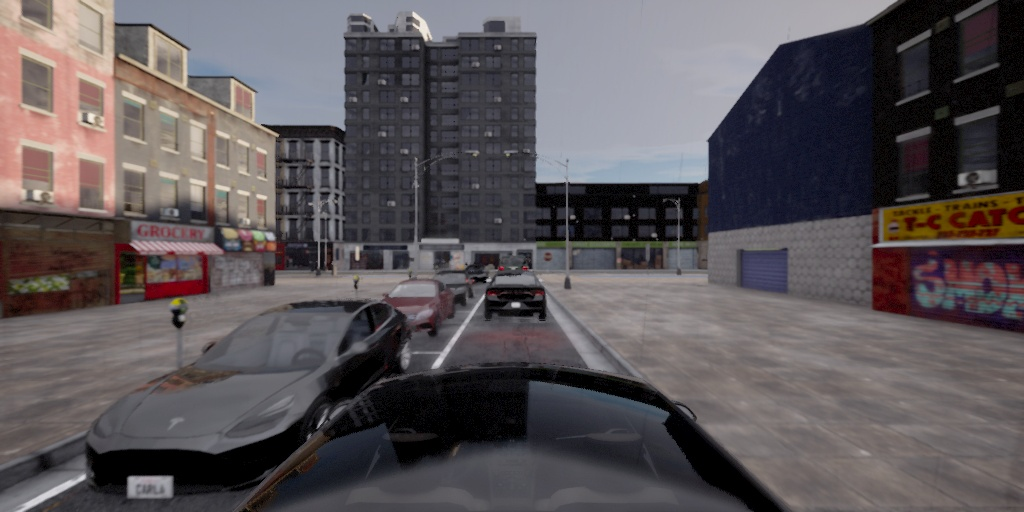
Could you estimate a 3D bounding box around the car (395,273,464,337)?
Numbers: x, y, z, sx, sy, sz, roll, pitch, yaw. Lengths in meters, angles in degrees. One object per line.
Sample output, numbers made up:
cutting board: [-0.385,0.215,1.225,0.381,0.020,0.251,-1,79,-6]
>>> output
car: [-2.640,1.327,10.250,1.802,1.307,4.207,0,0,0]

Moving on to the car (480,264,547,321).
car: [0.096,1.221,12.495,1.882,1.535,5.008,0,0,0]

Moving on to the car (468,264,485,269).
car: [-2.645,1.300,26.606,1.948,1.339,4.313,0,0,0]

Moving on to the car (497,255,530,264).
car: [0.103,0.957,25.192,2.150,2.045,5.566,0,0,0]

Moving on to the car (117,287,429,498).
car: [-2.639,1.314,4.798,1.948,1.339,4.313,0,0,0]

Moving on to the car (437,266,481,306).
car: [-2.642,1.307,15.702,1.948,1.339,4.313,0,0,0]
